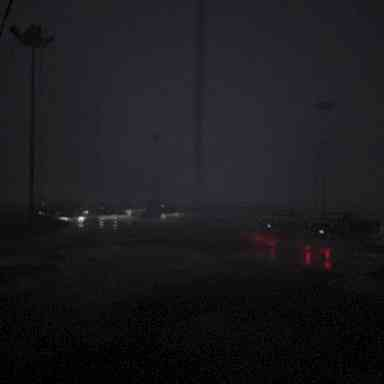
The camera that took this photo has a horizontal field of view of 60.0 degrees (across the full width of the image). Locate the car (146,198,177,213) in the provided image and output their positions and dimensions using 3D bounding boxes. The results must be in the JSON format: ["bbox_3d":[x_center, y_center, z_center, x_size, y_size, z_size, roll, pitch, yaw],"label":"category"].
[{"bbox_3d":[-3.715,1.544,39.793,2.097,1.767,4.553,1,0,-36],"label":"car"}]

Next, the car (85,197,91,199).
[{"bbox_3d":[-15.517,1.603,44.165,1.882,1.535,5.008,1,0,-36],"label":"car"}]

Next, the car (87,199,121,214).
[{"bbox_3d":[-9.916,1.726,36.412,1.895,1.301,4.718,1,0,-36],"label":"car"}]

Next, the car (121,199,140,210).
[{"bbox_3d":[-9.063,1.717,47.187,1.812,1.442,4.674,1,0,-36],"label":"car"}]

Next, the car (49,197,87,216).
[{"bbox_3d":[-13.005,1.569,34.713,1.882,1.535,5.008,1,0,-36],"label":"car"}]

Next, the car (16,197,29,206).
[{"bbox_3d":[-28.136,1.569,55.720,1.882,1.535,5.008,1,-1,-35],"label":"car"}]

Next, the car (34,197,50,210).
[{"bbox_3d":[-18.634,1.444,42.503,2.097,1.767,4.553,1,-1,-36],"label":"car"}]

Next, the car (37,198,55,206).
[{"bbox_3d":[-25.480,1.689,58.043,1.994,1.385,4.181,1,0,-35],"label":"car"}]

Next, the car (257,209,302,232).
[{"bbox_3d":[6.423,1.768,21.226,4.718,1.301,1.895,1,0,-36],"label":"car"}]

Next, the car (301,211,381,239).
[{"bbox_3d":[8.456,1.767,18.375,4.718,1.301,1.895,1,0,-36],"label":"car"}]
